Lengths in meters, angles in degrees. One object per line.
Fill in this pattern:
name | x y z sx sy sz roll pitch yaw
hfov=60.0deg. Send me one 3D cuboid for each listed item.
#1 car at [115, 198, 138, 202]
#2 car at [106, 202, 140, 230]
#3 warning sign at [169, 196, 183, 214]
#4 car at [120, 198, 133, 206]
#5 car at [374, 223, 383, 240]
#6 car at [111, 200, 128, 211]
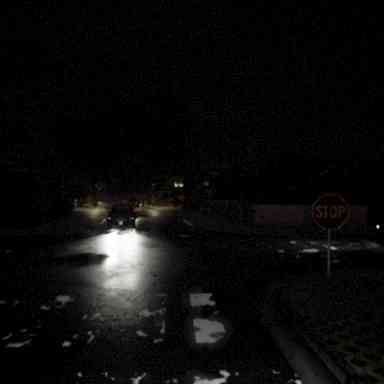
car | -7.134 1.750 35.127 1.882 1.535 5.008 0 -1 -14
car | -4.787 1.669 22.917 2.128 1.511 4.902 0 0 -10
warning sign | -1.740 1.368 36.174 1.300 1.860 1.060 1 1 -13
car | -12.983 1.974 65.250 2.128 1.511 4.902 0 0 -16
car | 11.521 1.845 16.324 4.718 1.301 1.895 1 1 -11
car | -10.344 1.927 47.137 1.994 1.385 4.181 0 0 -18
